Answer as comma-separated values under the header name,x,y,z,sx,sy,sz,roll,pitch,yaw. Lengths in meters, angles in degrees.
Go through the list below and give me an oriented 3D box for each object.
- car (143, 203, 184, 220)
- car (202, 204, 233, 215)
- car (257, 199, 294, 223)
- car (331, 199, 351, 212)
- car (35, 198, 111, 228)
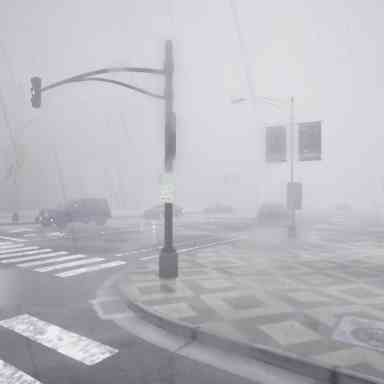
name,x,y,z,sx,sy,sz,roll,pitch,yaw
car,-2.738,1.890,32.633,1.837,1.490,4.892,0,-1,36
car,3.190,2.135,41.014,1.895,1.301,4.718,0,-1,35
car,7.681,1.806,30.143,2.097,1.767,4.553,0,-1,35
car,24.580,2.381,54.078,2.128,1.511,4.902,0,-1,35
car,-8.512,1.461,24.466,2.150,2.045,5.566,0,-1,35
